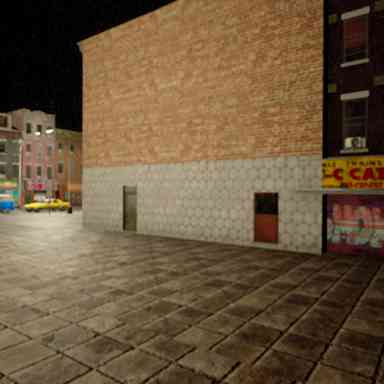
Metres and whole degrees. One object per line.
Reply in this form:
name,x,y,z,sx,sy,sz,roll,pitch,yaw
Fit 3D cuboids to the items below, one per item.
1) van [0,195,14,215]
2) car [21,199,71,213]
van,-17.801,1.135,29.165,1.690,1.788,3.998,1,0,36
car,-14.632,1.315,33.589,1.752,1.417,4.829,1,0,36
